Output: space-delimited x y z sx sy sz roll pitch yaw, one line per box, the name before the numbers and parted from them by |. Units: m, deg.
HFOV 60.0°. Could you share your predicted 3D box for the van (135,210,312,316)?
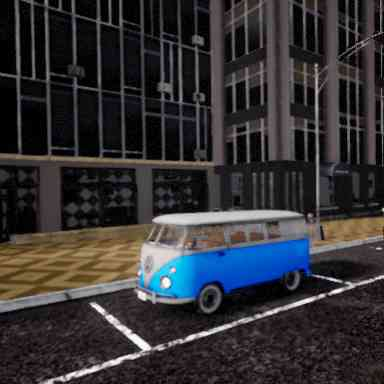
van | 0.816 1.314 7.159 3.998 1.788 1.690 0 -1 -35
